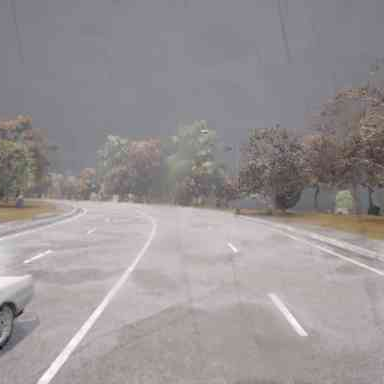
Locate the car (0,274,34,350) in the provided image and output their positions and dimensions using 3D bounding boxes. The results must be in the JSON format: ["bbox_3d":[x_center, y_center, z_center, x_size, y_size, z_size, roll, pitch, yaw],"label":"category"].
[{"bbox_3d":[-3.582,1.596,3.337,1.895,1.301,4.718,0,0,0],"label":"car"}]
